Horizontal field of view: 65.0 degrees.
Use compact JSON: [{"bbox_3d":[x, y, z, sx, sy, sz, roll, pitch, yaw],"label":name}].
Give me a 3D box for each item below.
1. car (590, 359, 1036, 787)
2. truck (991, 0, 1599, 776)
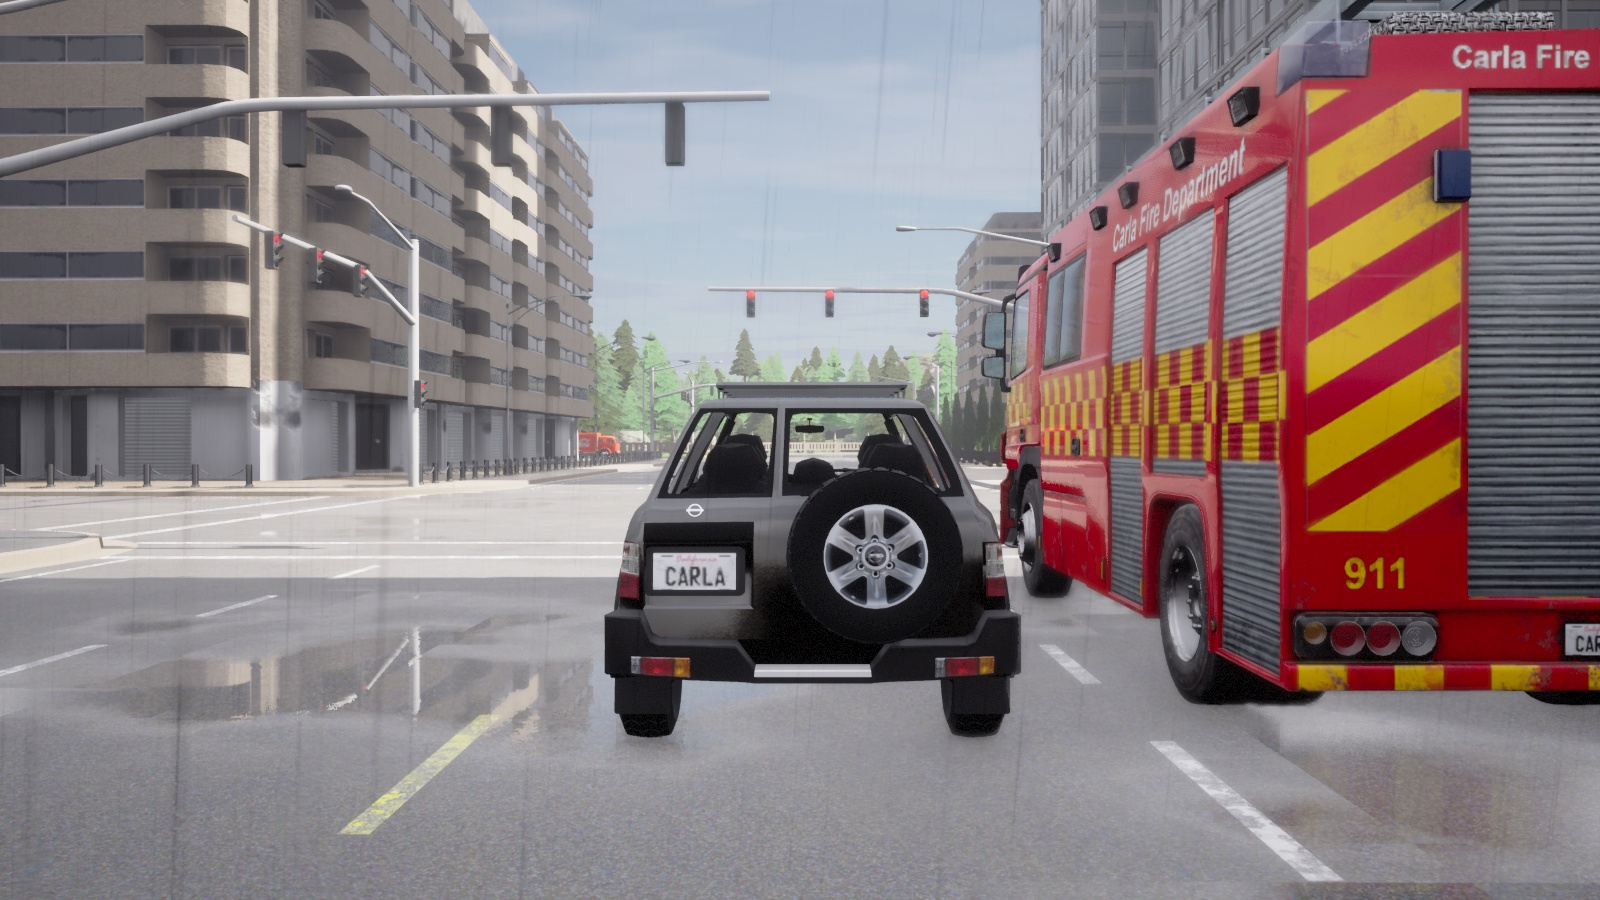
[{"bbox_3d":[0.061,0.520,7.741,1.932,1.855,4.605,0,0,0],"label":"car"},{"bbox_3d":[3.573,-0.471,9.880,2.891,3.827,8.468,0,0,0],"label":"truck"}]
